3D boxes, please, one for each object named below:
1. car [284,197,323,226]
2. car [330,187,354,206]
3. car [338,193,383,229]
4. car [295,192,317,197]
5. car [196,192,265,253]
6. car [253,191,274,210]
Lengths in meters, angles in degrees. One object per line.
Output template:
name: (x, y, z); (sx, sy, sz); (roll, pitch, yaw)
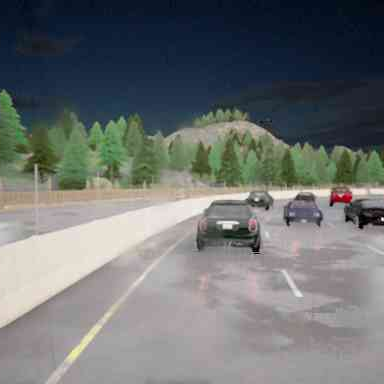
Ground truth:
car: (6.403, 1.173, 19.569); (1.895, 1.301, 4.718); (0, 1, 14)
car: (16.231, 0.443, 36.161); (2.150, 2.045, 5.566); (1, 2, 25)
car: (9.747, 1.083, 18.321); (1.882, 1.535, 5.008); (0, 2, 13)
car: (12.497, 0.685, 36.473); (1.882, 1.535, 5.008); (1, 1, 25)
car: (1.464, 1.071, 12.623); (2.097, 1.767, 4.553); (0, 1, 9)
car: (6.400, 0.671, 30.986); (2.097, 1.767, 4.553); (1, 1, 20)
